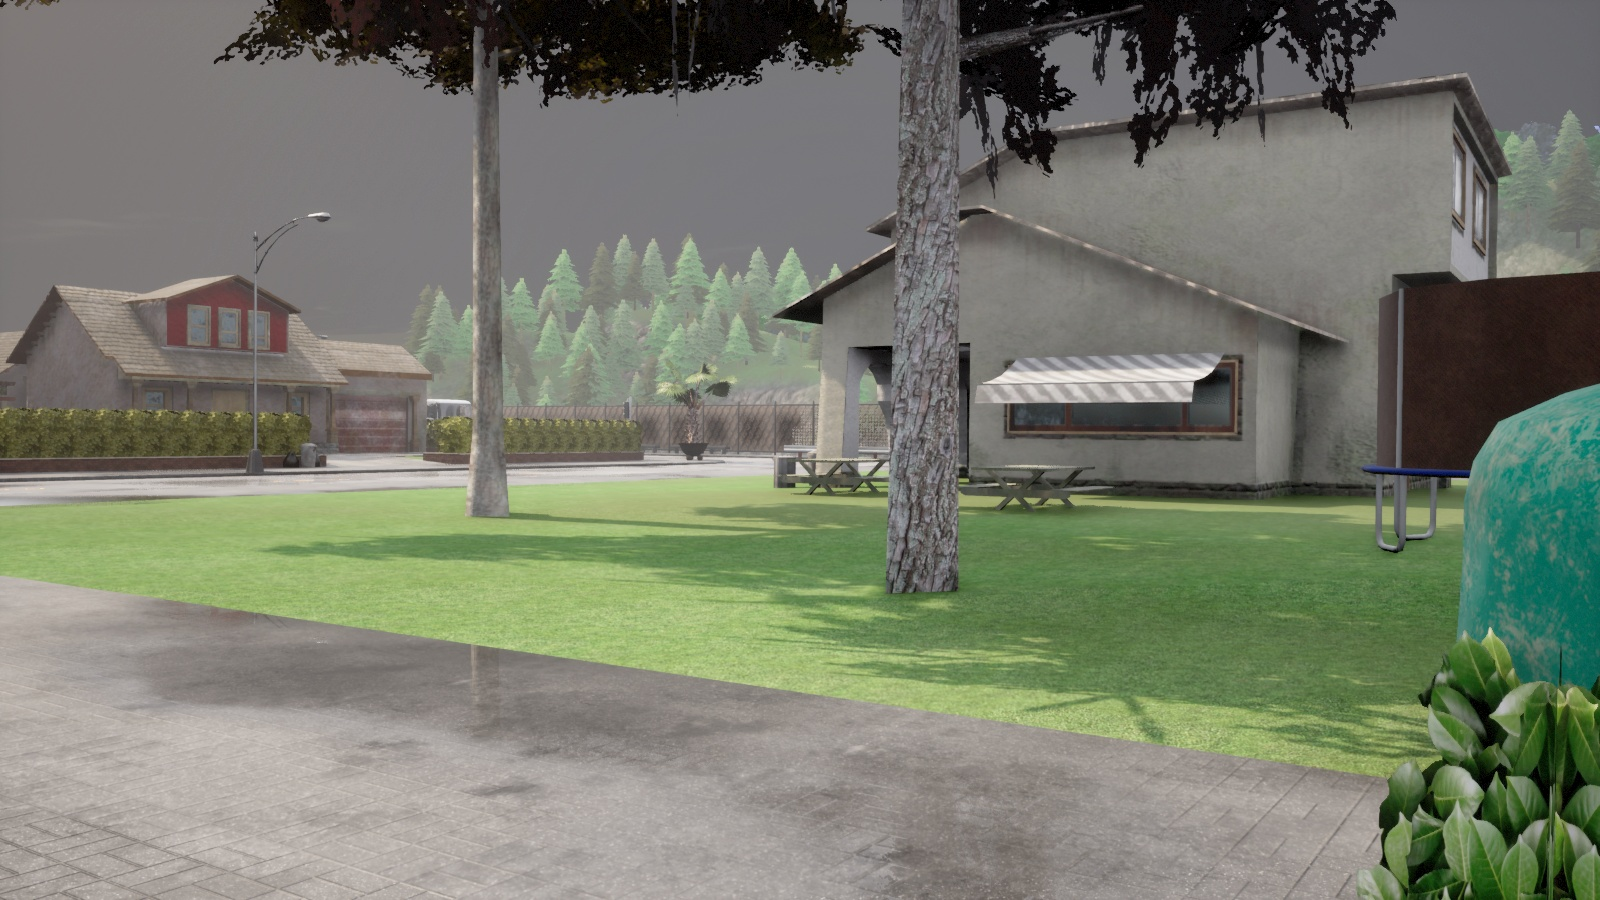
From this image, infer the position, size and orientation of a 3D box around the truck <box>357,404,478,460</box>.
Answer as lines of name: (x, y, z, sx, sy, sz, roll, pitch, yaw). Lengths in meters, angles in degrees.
truck: (-24.383, -1.120, 79.843, 7.936, 3.462, 2.891, 0, 1, 33)
